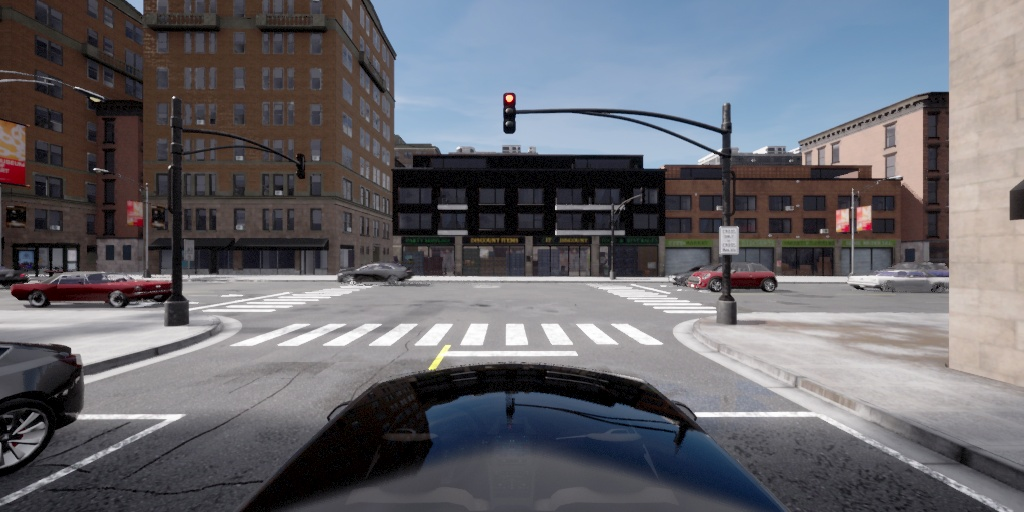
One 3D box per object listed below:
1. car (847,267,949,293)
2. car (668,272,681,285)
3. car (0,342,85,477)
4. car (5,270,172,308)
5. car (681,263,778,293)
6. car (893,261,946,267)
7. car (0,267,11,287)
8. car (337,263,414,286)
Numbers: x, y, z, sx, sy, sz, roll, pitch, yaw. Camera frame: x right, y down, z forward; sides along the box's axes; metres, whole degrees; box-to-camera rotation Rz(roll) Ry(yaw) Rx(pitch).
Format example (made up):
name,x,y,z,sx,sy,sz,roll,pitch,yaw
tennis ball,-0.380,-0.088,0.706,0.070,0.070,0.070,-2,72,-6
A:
name,x,y,z,sx,sy,sz,roll,pitch,yaw
car,23.022,1.478,21.377,4.718,1.301,1.895,0,0,-1
car,13.170,1.352,24.500,4.674,1.442,1.812,0,0,-1
car,-5.388,1.316,2.005,1.948,1.339,4.313,0,0,0
car,-16.203,1.281,14.161,4.718,1.301,1.895,0,0,-1
car,12.932,1.176,21.245,4.553,1.767,2.097,0,0,-1
car,27.470,1.252,24.686,4.553,1.767,2.097,0,0,-1
car,-31.500,1.157,20.663,5.357,1.411,2.033,0,0,-1
car,-9.156,1.206,24.207,4.902,1.511,2.128,0,0,-1
